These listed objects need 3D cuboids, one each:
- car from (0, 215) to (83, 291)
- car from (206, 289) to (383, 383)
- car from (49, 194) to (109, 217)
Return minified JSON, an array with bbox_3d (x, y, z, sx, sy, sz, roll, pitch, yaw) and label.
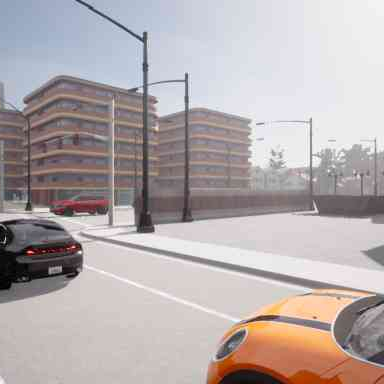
[{"bbox_3d":[-4.717,1.505,9.221,1.837,1.490,4.892,0,0,-43],"label":"car"},{"bbox_3d":[2.278,1.352,2.333,4.553,1.767,2.097,0,0,40],"label":"car"},{"bbox_3d":[-10.290,1.221,31.114,5.566,2.045,2.150,0,0,-44],"label":"car"}]
